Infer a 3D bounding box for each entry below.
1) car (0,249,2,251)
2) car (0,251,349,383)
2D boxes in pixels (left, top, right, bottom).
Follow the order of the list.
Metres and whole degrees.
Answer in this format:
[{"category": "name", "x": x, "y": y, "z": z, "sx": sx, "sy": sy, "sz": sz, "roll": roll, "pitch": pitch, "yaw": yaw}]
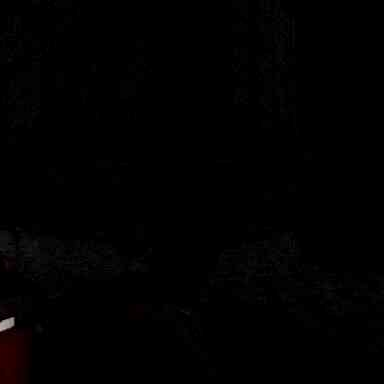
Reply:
[{"category": "car", "x": -5.367, "y": 1.477, "z": 6.782, "sx": 4.097, "sy": 1.590, "sz": 1.967, "roll": 0, "pitch": 0, "yaw": 35}, {"category": "car", "x": -0.802, "y": 1.557, "z": 3.534, "sx": 4.507, "sy": 1.381, "sz": 1.887, "roll": 0, "pitch": 0, "yaw": 35}]
